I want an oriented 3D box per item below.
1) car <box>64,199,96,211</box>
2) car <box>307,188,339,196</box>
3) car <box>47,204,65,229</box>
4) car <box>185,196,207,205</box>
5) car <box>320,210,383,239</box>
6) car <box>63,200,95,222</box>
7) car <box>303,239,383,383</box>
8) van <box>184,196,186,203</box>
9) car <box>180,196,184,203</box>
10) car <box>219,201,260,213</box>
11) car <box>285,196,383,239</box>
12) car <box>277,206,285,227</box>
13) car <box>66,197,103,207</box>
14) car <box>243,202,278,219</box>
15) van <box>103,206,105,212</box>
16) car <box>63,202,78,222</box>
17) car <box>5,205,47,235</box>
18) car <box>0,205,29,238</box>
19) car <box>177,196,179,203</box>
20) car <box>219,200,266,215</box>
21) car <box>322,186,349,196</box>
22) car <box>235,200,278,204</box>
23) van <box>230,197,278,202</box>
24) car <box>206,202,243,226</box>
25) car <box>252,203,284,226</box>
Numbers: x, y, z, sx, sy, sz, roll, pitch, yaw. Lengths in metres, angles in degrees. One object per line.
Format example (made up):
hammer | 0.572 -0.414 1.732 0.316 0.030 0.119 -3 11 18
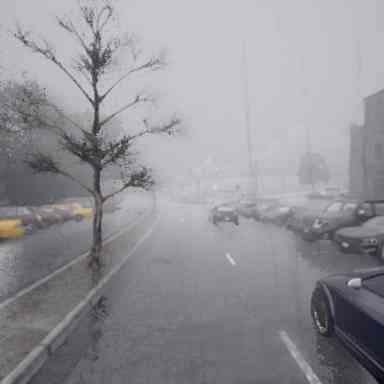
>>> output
car | -11.715 1.787 30.596 5.366 1.575 1.946 -1 0 -24
car | 20.937 0.654 54.458 2.002 1.452 4.674 -6 3 -30
car | -11.034 1.748 21.801 4.674 1.452 2.002 -1 0 -23
car | 1.558 2.237 80.092 4.553 1.767 2.185 1 -1 -29
car | 7.603 1.582 12.369 5.008 1.535 2.097 1 0 -22
car | -11.192 1.756 27.793 5.366 1.575 1.946 -1 -1 -23
car | 3.050 1.598 4.091 1.994 1.385 4.181 0 0 0
van | 1.005 2.157 83.019 4.442 1.987 1.878 1 0 -30
car | 0.581 2.154 86.028 5.566 2.045 2.435 1 0 -30
car | 6.106 1.870 42.499 4.792 1.488 2.163 1 -1 -25
car | 7.489 1.355 15.378 5.566 2.045 2.435 1 0 -22
car | 7.402 1.672 18.414 4.674 1.452 2.002 1 -1 -22
car | -11.718 1.689 33.638 4.553 1.767 2.185 -1 0 -24
car | 6.978 1.747 27.465 4.674 1.452 2.002 1 -1 -23
van | -11.867 1.615 36.629 4.442 1.987 1.878 -1 -1 -24
car | -11.187 1.775 24.758 4.674 1.452 2.002 -1 0 -23
car | -10.877 1.555 18.854 4.553 1.767 2.185 -1 0 -22
car | -10.960 1.654 15.812 5.366 1.575 1.946 -1 0 -22
car | -0.791 2.468 95.025 5.366 1.575 1.946 1 -1 -30
car | 6.001 1.803 39.440 5.366 1.575 1.946 1 0 -25
car | 23.892 0.078 54.933 2.435 2.045 5.566 -6 3 -29
car | 6.814 1.734 30.479 4.892 1.521 2.231 1 0 -24
van | 6.511 1.531 33.446 4.442 1.987 1.878 1 0 -24
car | 2.375 1.745 25.683 1.812 1.442 4.674 0 -1 -3
car | 7.144 1.722 24.445 4.674 1.452 2.002 1 0 -23
